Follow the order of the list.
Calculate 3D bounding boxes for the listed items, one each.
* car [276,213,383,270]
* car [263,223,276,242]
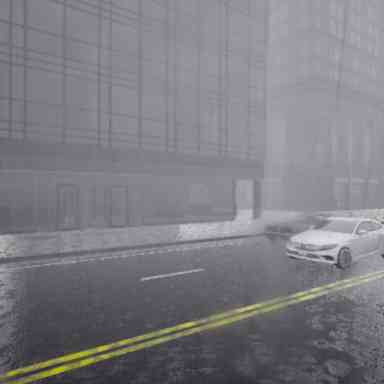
[{"bbox_3d":[5.249,1.587,11.409,4.674,1.442,1.812,0,0,-35],"label":"car"},{"bbox_3d":[5.519,1.677,15.584,4.718,1.301,1.895,0,0,-35],"label":"car"}]
